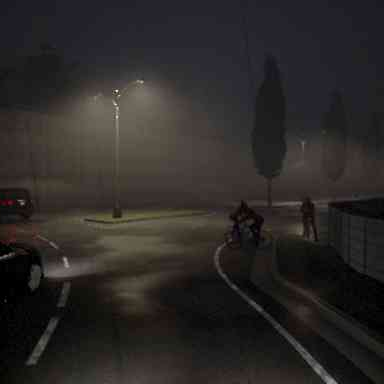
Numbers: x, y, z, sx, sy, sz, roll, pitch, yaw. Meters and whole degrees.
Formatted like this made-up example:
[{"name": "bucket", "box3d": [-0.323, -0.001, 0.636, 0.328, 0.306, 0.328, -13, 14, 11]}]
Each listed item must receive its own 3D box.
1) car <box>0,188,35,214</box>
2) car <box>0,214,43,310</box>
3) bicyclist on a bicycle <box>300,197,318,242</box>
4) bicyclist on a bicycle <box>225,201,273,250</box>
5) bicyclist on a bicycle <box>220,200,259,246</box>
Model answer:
[{"name": "car", "box3d": [-12.547, 0.749, 21.270, 5.566, 2.045, 2.150, 1, 1, 29]}, {"name": "car", "box3d": [-3.973, 1.389, 5.205, 1.837, 1.490, 4.892, 0, 2, -5]}, {"name": "bicyclist on a bicycle", "box3d": [4.397, 1.025, 12.602, 0.582, 1.620, 1.656, 0, 1, 15]}, {"name": "bicyclist on a bicycle", "box3d": [1.964, 1.199, 11.511, 1.656, 1.620, 0.582, 0, 1, 5]}, {"name": "bicyclist on a bicycle", "box3d": [1.868, 1.167, 12.960, 1.656, 1.620, 0.582, -1, 1, -41]}]
